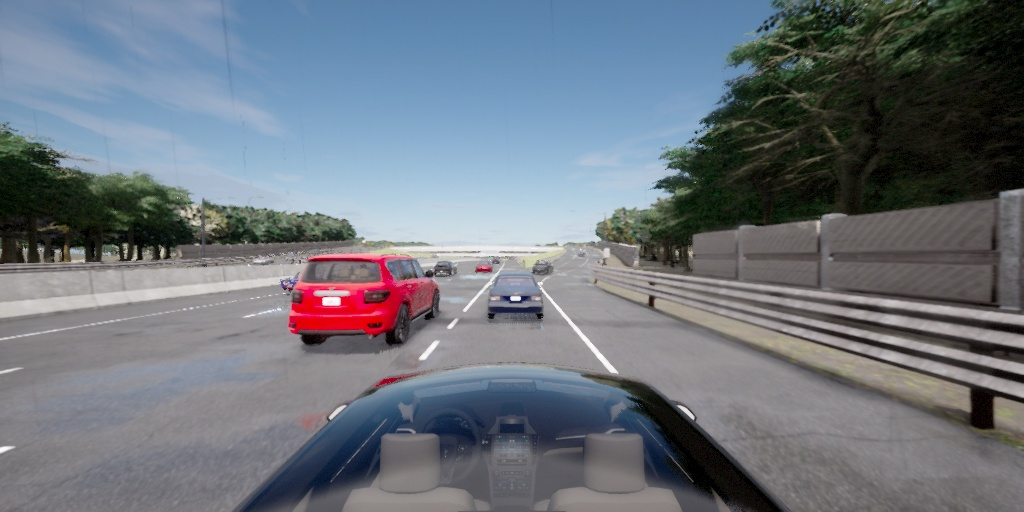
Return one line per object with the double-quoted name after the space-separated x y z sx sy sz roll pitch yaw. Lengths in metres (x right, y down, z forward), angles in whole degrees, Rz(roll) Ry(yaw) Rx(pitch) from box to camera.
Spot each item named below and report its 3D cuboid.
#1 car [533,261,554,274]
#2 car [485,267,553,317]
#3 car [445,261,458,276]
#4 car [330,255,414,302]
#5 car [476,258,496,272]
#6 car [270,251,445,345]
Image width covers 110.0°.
3.598 1.301 40.664 2.128 1.511 4.902 1 0 16 "car"
0.117 1.299 13.065 2.033 1.411 5.357 0 0 0 "car"
-6.835 1.260 37.061 1.837 1.490 4.892 0 0 0 "car"
-6.871 0.973 18.441 2.150 2.045 5.566 0 0 0 "car"
-3.436 1.321 45.263 1.994 1.385 4.181 0 0 0 "car"
-3.492 0.975 9.627 2.150 2.045 5.566 0 0 0 "car"
